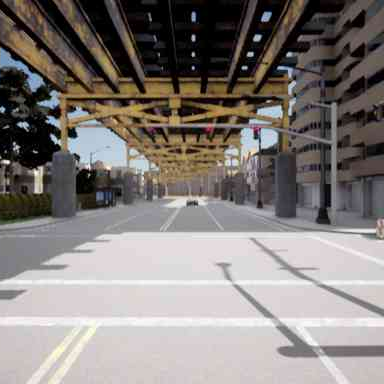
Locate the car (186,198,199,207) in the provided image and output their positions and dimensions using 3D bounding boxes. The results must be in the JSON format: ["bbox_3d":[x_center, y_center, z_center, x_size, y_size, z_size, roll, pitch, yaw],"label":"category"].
[{"bbox_3d":[0.053,1.597,52.214,1.895,1.301,4.718,0,0,0],"label":"car"}]
